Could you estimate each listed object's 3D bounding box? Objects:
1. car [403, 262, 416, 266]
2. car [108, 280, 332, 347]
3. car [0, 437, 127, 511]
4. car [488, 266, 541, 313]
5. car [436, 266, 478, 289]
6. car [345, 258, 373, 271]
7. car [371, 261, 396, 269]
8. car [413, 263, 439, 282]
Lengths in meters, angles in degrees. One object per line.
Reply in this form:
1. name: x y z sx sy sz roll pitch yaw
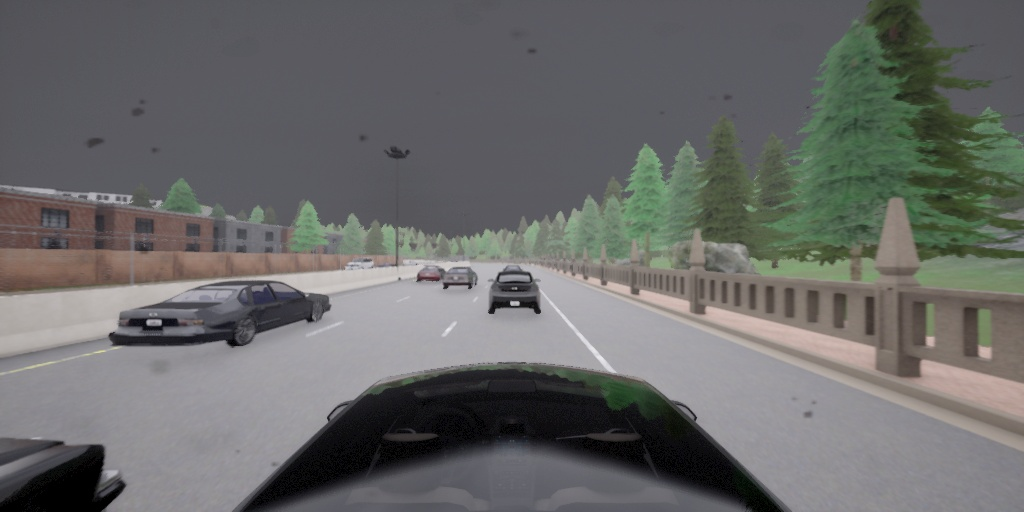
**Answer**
1. car: -14.090 1.564 50.006 1.812 1.442 4.674 0 -1 0
2. car: -6.903 1.345 9.424 2.033 1.411 5.357 0 0 0
3. car: -3.405 1.342 0.102 1.895 1.301 4.718 0 0 0
4. car: 0.095 1.332 14.388 1.837 1.490 4.892 0 0 0
5. car: -3.410 1.432 24.292 2.033 1.411 5.357 0 0 0
6. car: -21.084 1.261 50.044 2.150 2.045 5.566 0 0 0
7. car: -17.587 1.604 50.064 1.994 1.385 4.181 0 0 0
8. car: -6.914 1.492 31.379 1.994 1.385 4.181 0 0 0
